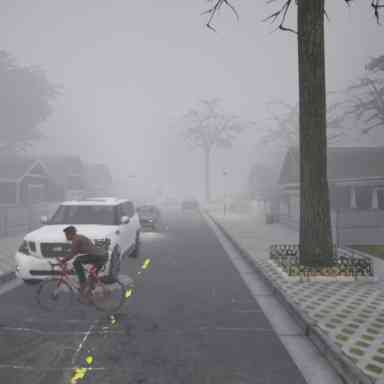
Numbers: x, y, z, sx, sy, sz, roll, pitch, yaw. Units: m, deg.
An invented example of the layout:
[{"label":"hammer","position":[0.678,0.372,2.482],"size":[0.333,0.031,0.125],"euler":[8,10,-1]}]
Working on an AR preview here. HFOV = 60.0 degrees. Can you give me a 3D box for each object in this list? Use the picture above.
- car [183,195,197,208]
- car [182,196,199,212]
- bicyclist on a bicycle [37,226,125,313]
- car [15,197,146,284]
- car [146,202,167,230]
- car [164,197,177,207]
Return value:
[{"label":"car","position":[-0.292,1.352,49.234],"size":[2.097,1.767,4.553],"euler":[0,0,0]},{"label":"car","position":[-0.214,1.477,39.556],"size":[1.882,1.535,5.008],"euler":[0,0,-1]},{"label":"bicyclist on a bicycle","position":[-2.073,1.452,6.163],"size":[1.656,1.620,0.582],"euler":[-2,0,0]},{"label":"car","position":[-2.916,1.218,9.873],"size":[2.150,2.045,5.566],"euler":[0,0,0]},{"label":"car","position":[-3.000,1.547,21.293],"size":[2.033,1.411,5.357],"euler":[0,0,0]},{"label":"car","position":[-3.256,1.547,51.126],"size":[2.033,1.411,5.357],"euler":[0,0,0]}]
